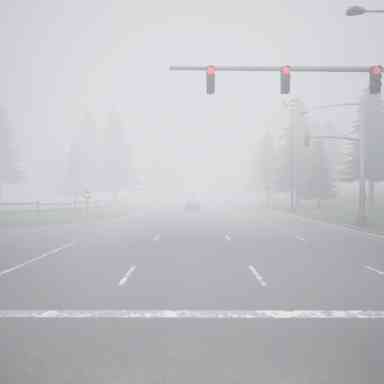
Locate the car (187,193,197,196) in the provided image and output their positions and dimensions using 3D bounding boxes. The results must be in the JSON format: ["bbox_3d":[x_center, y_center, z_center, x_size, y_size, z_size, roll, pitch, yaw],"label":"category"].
[{"bbox_3d":[0.079,1.545,70.778,1.994,1.385,4.181,0,0,0],"label":"car"}]

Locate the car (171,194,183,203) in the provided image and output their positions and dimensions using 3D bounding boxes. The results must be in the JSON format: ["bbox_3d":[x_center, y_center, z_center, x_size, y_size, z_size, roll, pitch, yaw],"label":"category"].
[{"bbox_3d":[-3.422,1.531,70.365,2.033,1.411,5.357,0,0,0],"label":"car"}]

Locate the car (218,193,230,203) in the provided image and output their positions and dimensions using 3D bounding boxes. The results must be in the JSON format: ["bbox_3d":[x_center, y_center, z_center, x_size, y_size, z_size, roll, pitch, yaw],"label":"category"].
[{"bbox_3d":[7.079,1.517,70.770,1.812,1.442,4.674,0,0,0],"label":"car"}]

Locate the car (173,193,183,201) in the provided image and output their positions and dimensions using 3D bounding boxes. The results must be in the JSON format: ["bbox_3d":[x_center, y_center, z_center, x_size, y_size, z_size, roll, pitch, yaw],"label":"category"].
[{"bbox_3d":[-3.410,1.188,80.755,2.097,1.767,4.553,0,0,0],"label":"car"}]

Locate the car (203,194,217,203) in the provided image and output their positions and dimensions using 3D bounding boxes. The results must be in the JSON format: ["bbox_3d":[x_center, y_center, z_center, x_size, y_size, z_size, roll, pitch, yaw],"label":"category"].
[{"bbox_3d":[3.578,1.517,70.357,2.128,1.511,4.902,0,0,0],"label":"car"}]

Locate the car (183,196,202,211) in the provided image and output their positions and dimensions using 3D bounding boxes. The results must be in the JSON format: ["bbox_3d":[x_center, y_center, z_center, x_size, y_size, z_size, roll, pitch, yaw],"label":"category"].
[{"bbox_3d":[0.044,1.526,39.748,1.812,1.442,4.674,0,0,0],"label":"car"}]

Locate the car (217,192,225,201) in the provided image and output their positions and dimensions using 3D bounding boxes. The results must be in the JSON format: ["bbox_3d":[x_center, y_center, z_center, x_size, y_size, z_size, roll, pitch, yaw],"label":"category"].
[{"bbox_3d":[7.090,1.058,80.803,2.150,2.045,5.566,0,0,0],"label":"car"}]

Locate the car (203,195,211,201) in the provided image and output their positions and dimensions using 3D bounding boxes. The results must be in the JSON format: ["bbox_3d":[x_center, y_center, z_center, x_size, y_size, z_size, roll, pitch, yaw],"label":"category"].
[{"bbox_3d":[3.590,1.428,80.807,1.895,1.301,4.718,0,0,0],"label":"car"}]
